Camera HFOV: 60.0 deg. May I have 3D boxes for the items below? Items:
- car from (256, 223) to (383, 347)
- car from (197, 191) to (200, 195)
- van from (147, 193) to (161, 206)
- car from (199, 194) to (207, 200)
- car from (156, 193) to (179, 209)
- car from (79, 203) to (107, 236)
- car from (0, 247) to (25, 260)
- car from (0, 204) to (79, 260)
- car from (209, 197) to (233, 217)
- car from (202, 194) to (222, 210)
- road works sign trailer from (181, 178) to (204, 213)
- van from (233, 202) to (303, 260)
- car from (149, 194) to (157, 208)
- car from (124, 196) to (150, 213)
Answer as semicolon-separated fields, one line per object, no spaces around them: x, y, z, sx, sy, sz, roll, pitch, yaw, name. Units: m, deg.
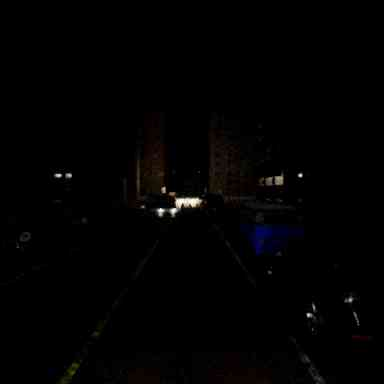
2.668;1.531;6.277;1.947;1.339;4.313;0;0;0;car
2.683;1.114;73.945;1.967;1.590;4.097;0;0;0;car
-5.849;1.128;51.411;1.690;1.788;3.998;0;0;0;van
2.684;1.224;79.585;1.802;1.307;4.206;0;0;0;car
-3.080;1.299;42.861;1.882;1.535;5.008;0;0;0;car
-5.855;1.352;17.571;1.967;1.590;4.097;0;0;0;car
-3.100;1.494;1.830;1.837;1.490;4.892;0;0;0;car
-5.857;1.377;11.933;1.967;1.590;4.097;0;0;0;car
2.673;1.395;29.040;1.752;1.417;4.829;0;0;1;car
2.675;1.146;40.107;2.192;1.841;5.009;0;0;0;car
0.007;0.314;34.570;2.380;3.560;2.880;0;0;0;road works sign trailer
2.668;1.278;11.915;1.690;1.788;3.998;0;0;0;van
-5.851;1.335;45.600;1.752;1.417;4.829;0;0;0;car
-5.859;1.375;34.287;1.752;1.417;4.829;0;0;1;car
